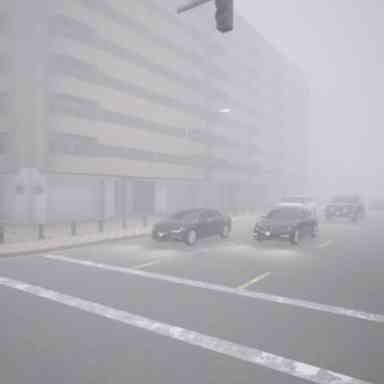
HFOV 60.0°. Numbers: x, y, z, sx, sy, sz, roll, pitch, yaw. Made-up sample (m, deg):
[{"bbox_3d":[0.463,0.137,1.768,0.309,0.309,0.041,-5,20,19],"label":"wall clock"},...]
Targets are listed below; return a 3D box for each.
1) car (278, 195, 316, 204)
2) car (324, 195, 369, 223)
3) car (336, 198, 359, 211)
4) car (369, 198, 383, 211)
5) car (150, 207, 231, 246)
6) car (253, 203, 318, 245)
[{"bbox_3d":[8.579,1.239,27.420,2.150,2.045,5.566,0,0,36],"label":"car"},{"bbox_3d":[12.293,1.239,26.577,2.150,2.045,5.566,0,0,36],"label":"car"},{"bbox_3d":[20.443,1.583,43.576,1.812,1.442,4.674,0,0,36],"label":"car"},{"bbox_3d":[23.276,1.580,41.521,1.837,1.490,4.892,0,0,36],"label":"car"},{"bbox_3d":[0.111,1.505,15.620,1.837,1.490,4.892,0,0,35],"label":"car"},{"bbox_3d":[4.552,1.506,15.845,1.837,1.490,4.892,0,0,35],"label":"car"}]
